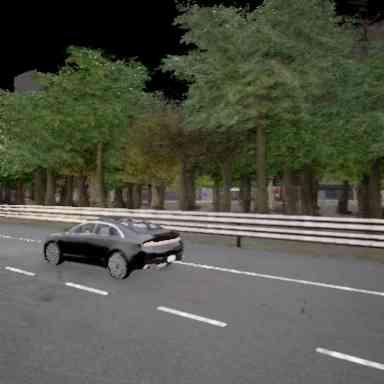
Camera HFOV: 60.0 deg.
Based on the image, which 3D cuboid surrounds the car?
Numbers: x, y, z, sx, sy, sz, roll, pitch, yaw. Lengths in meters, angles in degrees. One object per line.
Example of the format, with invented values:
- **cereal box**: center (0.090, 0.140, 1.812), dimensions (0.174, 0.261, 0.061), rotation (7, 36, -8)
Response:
- **car**: center (-2.509, 1.512, 9.970), dimensions (4.902, 1.511, 2.128), rotation (0, 0, 35)
